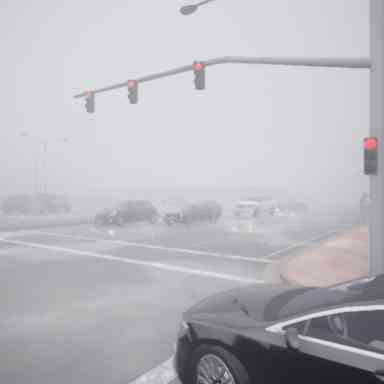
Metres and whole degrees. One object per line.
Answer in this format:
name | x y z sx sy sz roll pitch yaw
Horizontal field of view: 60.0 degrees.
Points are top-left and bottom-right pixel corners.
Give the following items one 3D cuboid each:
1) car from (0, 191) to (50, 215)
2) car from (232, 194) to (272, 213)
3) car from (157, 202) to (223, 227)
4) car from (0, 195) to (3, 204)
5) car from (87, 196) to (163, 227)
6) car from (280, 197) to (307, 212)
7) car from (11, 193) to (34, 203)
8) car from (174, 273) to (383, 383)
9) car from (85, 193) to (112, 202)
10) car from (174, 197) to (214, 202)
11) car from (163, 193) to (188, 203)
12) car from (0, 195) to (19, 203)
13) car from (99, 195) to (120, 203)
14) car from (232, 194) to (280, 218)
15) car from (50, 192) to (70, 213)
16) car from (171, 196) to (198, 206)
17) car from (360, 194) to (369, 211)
car | -15.874 1.121 31.366 4.605 1.855 1.932 0 0 35
car | 6.995 1.211 38.249 2.150 2.045 5.566 0 0 37
car | 0.032 1.590 23.081 1.895 1.301 4.718 0 0 36
car | -35.806 1.327 59.459 3.806 1.475 1.970 0 0 35
car | -4.466 1.336 22.858 2.097 1.767 4.553 0 0 36
car | 11.799 1.595 38.810 1.895 1.301 4.718 0 0 37
car | -32.616 1.086 64.036 4.605 1.855 1.932 0 0 35
car | 1.956 1.493 2.884 4.902 1.511 2.128 0 0 41
car | -17.122 1.105 59.843 4.605 1.855 1.932 0 0 35
car | 0.878 1.464 30.086 1.882 1.535 5.008 0 0 37
car | -2.824 1.129 49.717 3.866 1.878 1.905 0 0 35
car | -34.129 1.296 61.819 3.905 1.438 1.784 0 0 35
car | -15.393 1.316 62.168 3.905 1.438 1.784 0 0 35
car | 5.862 1.213 30.910 2.150 2.045 5.566 0 0 37
car | -14.154 1.124 33.695 3.866 1.878 1.905 0 0 35
car | -1.139 1.368 52.072 3.806 1.475 1.970 0 0 35
car | 21.974 1.222 40.392 2.150 2.045 5.566 0 0 37
